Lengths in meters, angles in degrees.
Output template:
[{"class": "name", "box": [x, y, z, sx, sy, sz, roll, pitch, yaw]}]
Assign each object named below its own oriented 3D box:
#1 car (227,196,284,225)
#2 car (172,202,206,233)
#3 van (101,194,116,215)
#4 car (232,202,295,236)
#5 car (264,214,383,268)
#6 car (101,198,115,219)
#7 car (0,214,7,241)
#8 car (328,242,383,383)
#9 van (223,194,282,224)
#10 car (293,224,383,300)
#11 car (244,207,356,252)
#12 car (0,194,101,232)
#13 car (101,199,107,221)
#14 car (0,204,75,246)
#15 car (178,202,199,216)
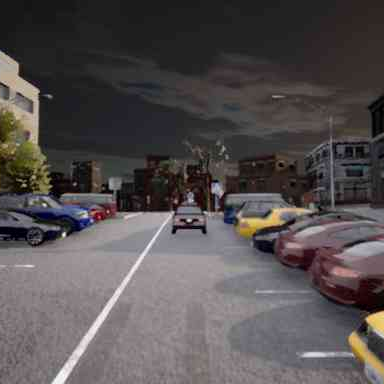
[{"class": "car", "box": [4.389, 1.229, 17.348, 4.553, 1.767, 2.185, 0, 0, -1]}, {"class": "car", "box": [-0.177, 1.416, 18.682, 2.033, 1.411, 5.357, 0, 0, -1]}, {"class": "van", "box": [-8.146, 1.142, 25.253, 4.442, 1.987, 1.878, 0, 0, -1]}, {"class": "car", "box": [4.650, 1.372, 14.434, 5.366, 1.575, 1.946, 0, 0, -1]}, {"class": "car", "box": [4.545, 1.455, 8.851, 4.674, 1.452, 2.002, 0, 0, -1]}, {"class": "car", "box": [-8.017, 1.375, 22.466, 4.792, 1.488, 2.163, 0, 0, -1]}, {"class": "car", "box": [-7.808, 1.449, 8.521, 4.792, 1.488, 2.163, 0, 0, -1]}, {"class": "car", "box": [4.447, 1.452, 3.266, 5.366, 1.575, 1.946, 0, 0, -1]}, {"class": "van", "box": [4.454, 1.117, 22.916, 4.442, 1.987, 1.878, 0, 0, -1]}, {"class": "car", "box": [4.586, 1.474, 6.185, 4.674, 1.452, 2.002, 0, 0, -1]}, {"class": "car", "box": [4.477, 1.425, 11.640, 4.792, 1.488, 2.163, 0, 0, -1]}, {"class": "car", "box": [-7.876, 1.109, 16.899, 5.566, 2.045, 2.435, 0, 0, -1]}, {"class": "car", "box": [-7.944, 1.344, 19.635, 5.008, 1.535, 2.097, 0, 0, -1]}, {"class": "car", "box": [-7.833, 1.409, 14.108, 4.792, 1.488, 2.163, 0, 0, -1]}, {"class": "car", "box": [-0.240, 1.669, 33.492, 1.895, 1.301, 4.718, 0, -2, 2]}]
